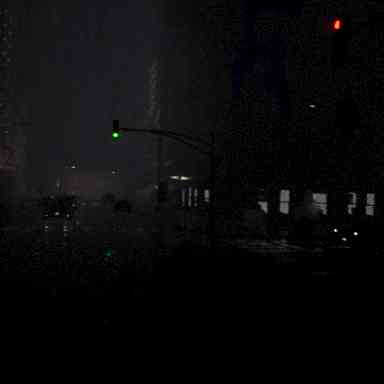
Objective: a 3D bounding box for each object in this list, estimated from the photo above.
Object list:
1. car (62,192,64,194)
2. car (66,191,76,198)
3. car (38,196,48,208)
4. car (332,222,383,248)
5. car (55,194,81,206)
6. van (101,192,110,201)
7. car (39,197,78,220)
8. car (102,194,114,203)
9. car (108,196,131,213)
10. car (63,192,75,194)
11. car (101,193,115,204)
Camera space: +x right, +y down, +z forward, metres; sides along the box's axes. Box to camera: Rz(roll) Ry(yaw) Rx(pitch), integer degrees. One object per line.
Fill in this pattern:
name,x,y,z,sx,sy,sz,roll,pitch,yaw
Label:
car,-21.665,1.061,54.545,1.947,1.339,4.313,2,0,-17
car,-31.420,0.592,86.241,2.192,1.841,5.009,2,0,-17
car,-16.783,1.181,38.698,1.802,1.307,4.206,2,0,-17
car,10.528,2.420,19.174,4.718,1.301,1.895,3,-1,-20
car,-13.099,1.244,35.118,1.812,1.442,4.674,2,0,-17
van,-19.014,1.023,72.714,1.690,1.788,3.998,2,0,-17
car,-10.148,1.342,25.534,1.994,1.385,4.181,2,0,-17
car,-15.763,1.194,62.149,1.967,1.590,4.097,2,0,-17
car,-7.583,1.495,35.751,1.947,1.339,4.313,2,0,-17
car,-16.535,1.126,46.319,1.882,1.535,5.008,2,0,-17
car,-14.130,1.106,56.867,2.192,1.841,5.009,2,0,-17
